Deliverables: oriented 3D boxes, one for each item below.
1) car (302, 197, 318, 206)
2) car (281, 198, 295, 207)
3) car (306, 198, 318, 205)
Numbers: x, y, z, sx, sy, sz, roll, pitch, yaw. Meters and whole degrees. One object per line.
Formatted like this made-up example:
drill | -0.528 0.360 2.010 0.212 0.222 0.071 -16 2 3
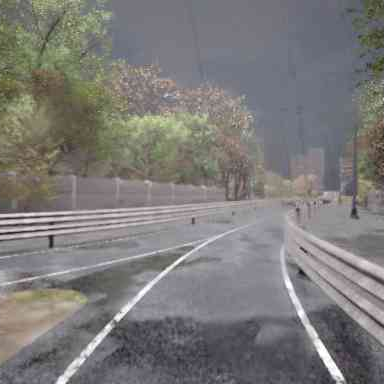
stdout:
car | 20.238 1.694 57.516 2.097 1.767 4.553 1 0 23
car | 16.601 1.752 57.345 1.882 1.535 5.008 1 0 24
car | 24.126 1.915 66.718 1.994 1.385 4.181 1 -1 23
